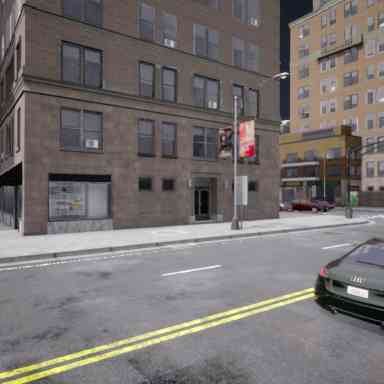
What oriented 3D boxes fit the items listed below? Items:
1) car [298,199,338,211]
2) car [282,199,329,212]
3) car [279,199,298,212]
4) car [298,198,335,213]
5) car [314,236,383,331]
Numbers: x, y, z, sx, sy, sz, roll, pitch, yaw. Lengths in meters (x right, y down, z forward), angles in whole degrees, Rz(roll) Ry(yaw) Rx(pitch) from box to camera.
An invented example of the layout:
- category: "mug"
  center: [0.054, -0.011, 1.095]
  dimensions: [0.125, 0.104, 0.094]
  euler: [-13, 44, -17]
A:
- category: "car"
  center: [15.788, 1.576, 41.872]
  dimensions: [1.947, 1.339, 4.313]
  euler: [0, 0, -35]
- category: "car"
  center: [13.623, 1.547, 40.240]
  dimensions: [2.033, 1.411, 5.357]
  euler: [0, 0, -33]
- category: "car"
  center: [9.218, 1.419, 37.265]
  dimensions: [1.967, 1.590, 4.097]
  euler: [0, 0, -35]
- category: "car"
  center: [12.679, 1.468, 36.746]
  dimensions: [1.882, 1.535, 5.008]
  euler: [0, 0, -35]
- category: "car"
  center: [4.281, 1.564, 6.469]
  dimensions: [4.181, 1.385, 1.994]
  euler: [0, 0, -35]
